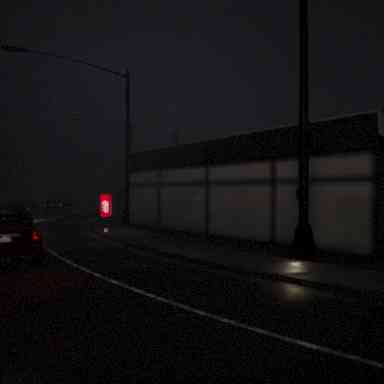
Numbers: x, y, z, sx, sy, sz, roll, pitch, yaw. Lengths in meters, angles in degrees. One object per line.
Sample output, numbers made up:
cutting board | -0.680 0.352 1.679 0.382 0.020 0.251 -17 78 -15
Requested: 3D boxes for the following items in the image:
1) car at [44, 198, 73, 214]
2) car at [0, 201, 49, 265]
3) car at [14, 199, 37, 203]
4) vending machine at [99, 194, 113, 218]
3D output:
car | -14.112 1.366 35.279 2.097 1.767 4.553 0 0 -6
car | -6.466 1.366 11.075 2.097 1.767 4.553 0 0 -35
car | -17.595 1.495 34.936 2.128 1.511 4.902 0 0 -6
vending machine | -7.490 1.194 28.969 1.100 2.100 0.880 0 0 -8
